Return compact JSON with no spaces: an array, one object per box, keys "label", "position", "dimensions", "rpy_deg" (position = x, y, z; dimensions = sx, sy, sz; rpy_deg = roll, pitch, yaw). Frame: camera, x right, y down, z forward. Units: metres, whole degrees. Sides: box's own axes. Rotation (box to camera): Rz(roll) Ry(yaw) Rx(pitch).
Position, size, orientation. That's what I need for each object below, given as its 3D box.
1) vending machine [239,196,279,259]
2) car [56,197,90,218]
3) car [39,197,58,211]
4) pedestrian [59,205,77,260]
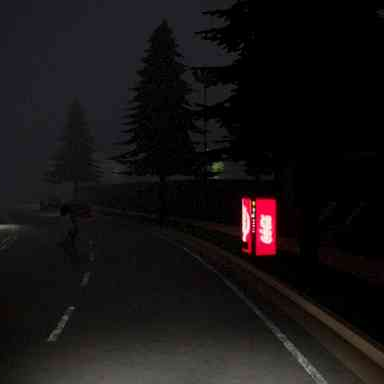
[{"label":"vending machine","position":[2.341,1.195,11.640],"dimensions":[1.100,2.100,0.880],"rpy_deg":[0,0,-14]},{"label":"car","position":[-10.610,1.478,30.022],"dimensions":[1.882,1.535,5.008],"rpy_deg":[0,0,-31]},{"label":"car","position":[-17.261,1.352,40.630],"dimensions":[2.097,1.767,4.553],"rpy_deg":[0,0,-32]},{"label":"pedestrian","position":[-4.036,1.294,10.854],"dimensions":[0.375,1.860,0.375],"rpy_deg":[0,0,-15]}]
